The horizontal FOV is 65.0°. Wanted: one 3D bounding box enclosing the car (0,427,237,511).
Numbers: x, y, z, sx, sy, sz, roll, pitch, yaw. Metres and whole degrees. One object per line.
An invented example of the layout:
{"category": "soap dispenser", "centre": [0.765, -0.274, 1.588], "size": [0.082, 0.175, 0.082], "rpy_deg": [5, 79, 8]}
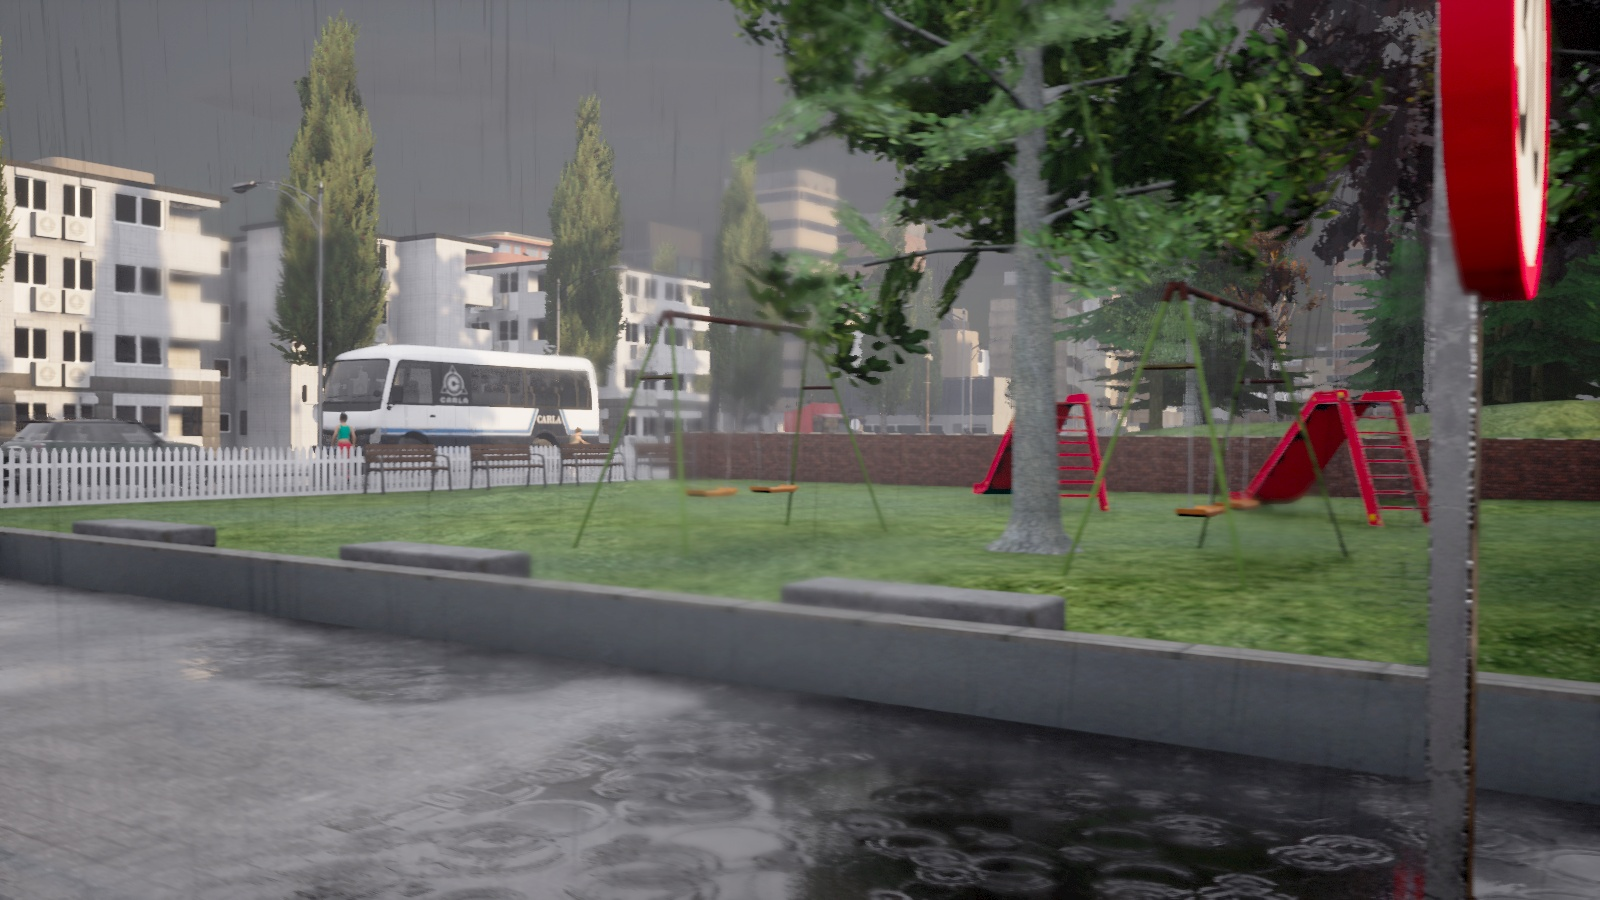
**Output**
{"category": "car", "centre": [-15.772, 0.371, 29.084], "size": [2.097, 1.767, 4.553], "rpy_deg": [0, 1, 33]}

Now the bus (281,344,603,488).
{"category": "bus", "centre": [-11.684, -1.078, 42.400], "size": [3.944, 4.253, 10.273], "rpy_deg": [0, 1, 34]}

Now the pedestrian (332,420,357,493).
{"category": "pedestrian", "centre": [-11.534, 0.156, 31.805], "size": [0.345, 1.836, 0.594], "rpy_deg": [-1, 1, -44]}
